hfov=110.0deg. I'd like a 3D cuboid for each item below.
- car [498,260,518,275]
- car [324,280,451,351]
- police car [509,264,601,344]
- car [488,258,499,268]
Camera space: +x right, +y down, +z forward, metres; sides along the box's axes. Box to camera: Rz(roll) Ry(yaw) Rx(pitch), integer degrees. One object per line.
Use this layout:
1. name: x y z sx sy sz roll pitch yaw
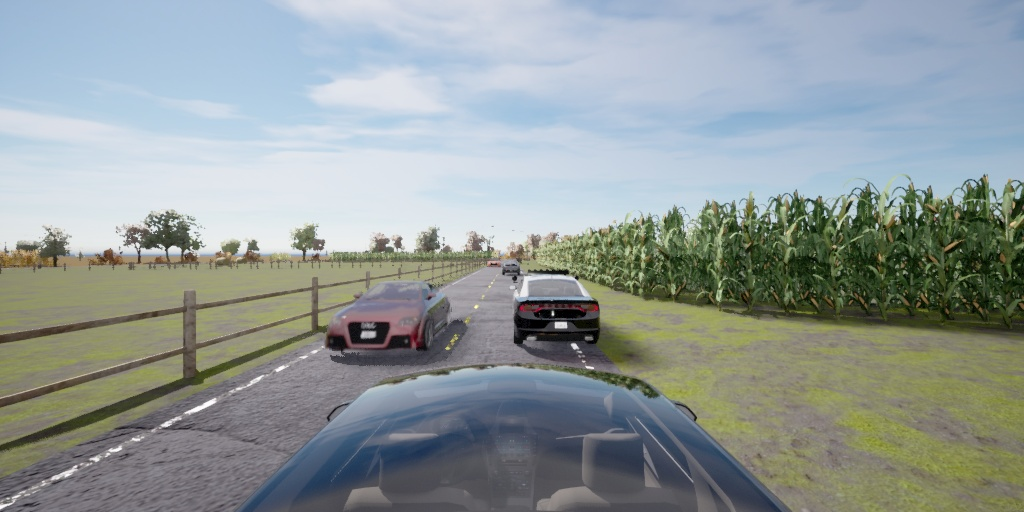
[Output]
1. car: -0.085 1.241 38.310 2.128 1.511 4.902 0 0 0
2. car: -2.749 1.313 8.836 1.994 1.385 4.181 0 0 0
3. police car: 0.960 1.175 9.723 1.930 1.638 5.238 0 0 0
4. car: -3.041 1.105 61.523 2.097 1.767 4.553 0 0 0
